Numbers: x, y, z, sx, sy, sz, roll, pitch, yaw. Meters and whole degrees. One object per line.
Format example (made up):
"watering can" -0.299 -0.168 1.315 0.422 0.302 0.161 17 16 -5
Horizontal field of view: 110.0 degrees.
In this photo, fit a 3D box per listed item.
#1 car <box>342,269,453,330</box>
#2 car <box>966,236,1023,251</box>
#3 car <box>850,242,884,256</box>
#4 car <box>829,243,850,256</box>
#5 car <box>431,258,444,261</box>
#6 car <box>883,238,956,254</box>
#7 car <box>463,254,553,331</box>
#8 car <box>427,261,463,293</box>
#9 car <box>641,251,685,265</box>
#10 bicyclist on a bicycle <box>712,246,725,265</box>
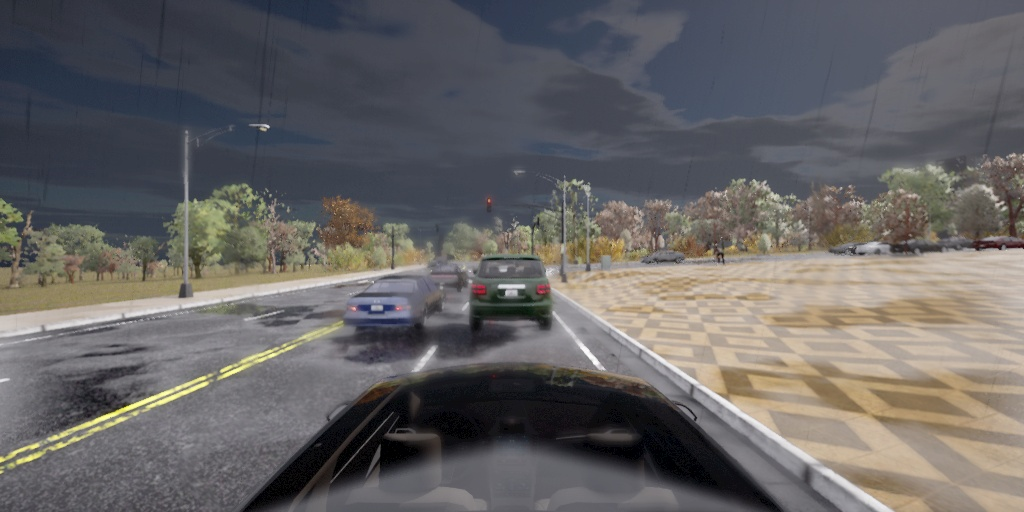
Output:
"car" -3.310 1.296 11.133 2.033 1.411 5.357 0 0 -1
"car" 51.160 -1.341 37.466 5.008 1.535 1.882 -3 0 -7
"car" 40.579 -0.832 39.534 4.674 1.442 1.812 -3 0 -6
"car" 40.647 -0.860 42.905 4.892 1.490 1.837 -2 0 -5
"car" -12.997 1.382 59.819 1.994 1.385 4.181 0 0 -5
"car" 41.241 -0.903 36.335 5.008 1.535 1.882 -3 0 -5
"car" -0.062 0.970 11.130 2.150 2.045 5.566 0 0 -1
"car" -3.622 1.243 20.879 2.128 1.511 4.902 0 0 0
"car" 17.265 0.183 41.144 4.902 1.511 2.128 -3 0 -3
"bicyclist on a bicycle" 17.402 -0.017 30.231 0.582 1.620 1.656 -2 0 -3
